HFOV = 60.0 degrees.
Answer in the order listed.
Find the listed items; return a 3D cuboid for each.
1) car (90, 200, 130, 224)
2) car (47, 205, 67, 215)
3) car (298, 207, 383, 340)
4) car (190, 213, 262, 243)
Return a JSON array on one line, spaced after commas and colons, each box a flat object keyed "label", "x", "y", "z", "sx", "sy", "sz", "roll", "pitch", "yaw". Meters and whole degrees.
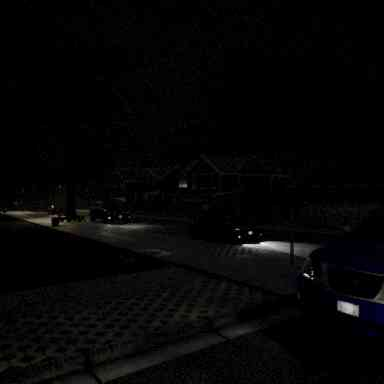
[{"label": "car", "x": -7.770, "y": 1.822, "z": 30.988, "sx": 2.150, "sy": 2.045, "sz": 5.566, "roll": 0, "pitch": -1, "yaw": -36}, {"label": "car", "x": -18.905, "y": 2.528, "z": 46.732, "sx": 1.994, "sy": 1.385, "sz": 4.181, "roll": 0, "pitch": -1, "yaw": -36}, {"label": "car", "x": 4.339, "y": 1.241, "z": 6.086, "sx": 5.566, "sy": 2.045, "sz": 2.150, "roll": 1, "pitch": -1, "yaw": -36}, {"label": "car", "x": 1.697, "y": 1.840, "z": 17.751, "sx": 1.994, "sy": 1.385, "sz": 4.181, "roll": 0, "pitch": -1, "yaw": -35}]
